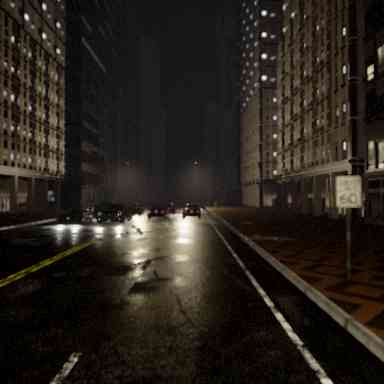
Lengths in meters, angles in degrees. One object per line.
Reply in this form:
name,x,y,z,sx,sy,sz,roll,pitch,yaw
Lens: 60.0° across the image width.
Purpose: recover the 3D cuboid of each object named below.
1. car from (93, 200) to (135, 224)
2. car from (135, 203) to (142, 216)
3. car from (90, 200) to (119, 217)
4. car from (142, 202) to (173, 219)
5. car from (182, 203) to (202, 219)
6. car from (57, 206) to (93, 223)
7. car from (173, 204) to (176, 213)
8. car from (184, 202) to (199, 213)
car,-6.522,1.711,28.275,2.097,1.767,4.553,0,-1,0
car,-6.529,1.980,37.443,1.994,1.385,4.181,0,-1,0
car,-9.779,1.768,37.473,2.097,1.767,4.553,0,-1,0
car,-3.275,1.908,32.877,2.033,1.411,5.357,0,-1,0
car,-0.026,1.913,33.280,2.033,1.411,5.357,0,-1,0
car,-9.772,1.908,28.240,1.994,1.385,4.181,0,-1,0
car,-3.266,2.083,45.586,1.994,1.385,4.181,0,-1,1
car,-0.019,2.118,45.518,1.895,1.301,4.718,0,-1,0
